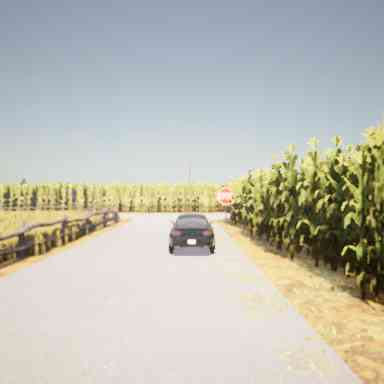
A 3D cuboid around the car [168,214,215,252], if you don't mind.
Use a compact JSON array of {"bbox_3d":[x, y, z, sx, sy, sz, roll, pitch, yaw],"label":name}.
[{"bbox_3d":[0.004,1.663,14.390,1.812,1.442,4.674,0,0,0],"label":"car"}]
